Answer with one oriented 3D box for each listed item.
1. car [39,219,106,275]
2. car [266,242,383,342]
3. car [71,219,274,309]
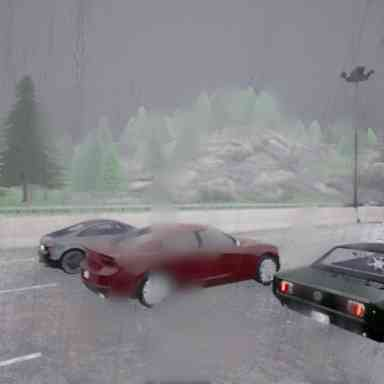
[{"bbox_3d":[-2.520,1.543,10.466,4.181,1.385,1.994,1,0,-34],"label":"car"},{"bbox_3d":[3.814,1.638,6.273,4.718,1.301,1.895,1,0,-33],"label":"car"},{"bbox_3d":[-0.009,1.479,7.940,5.008,1.535,1.882,0,0,-34],"label":"car"}]
